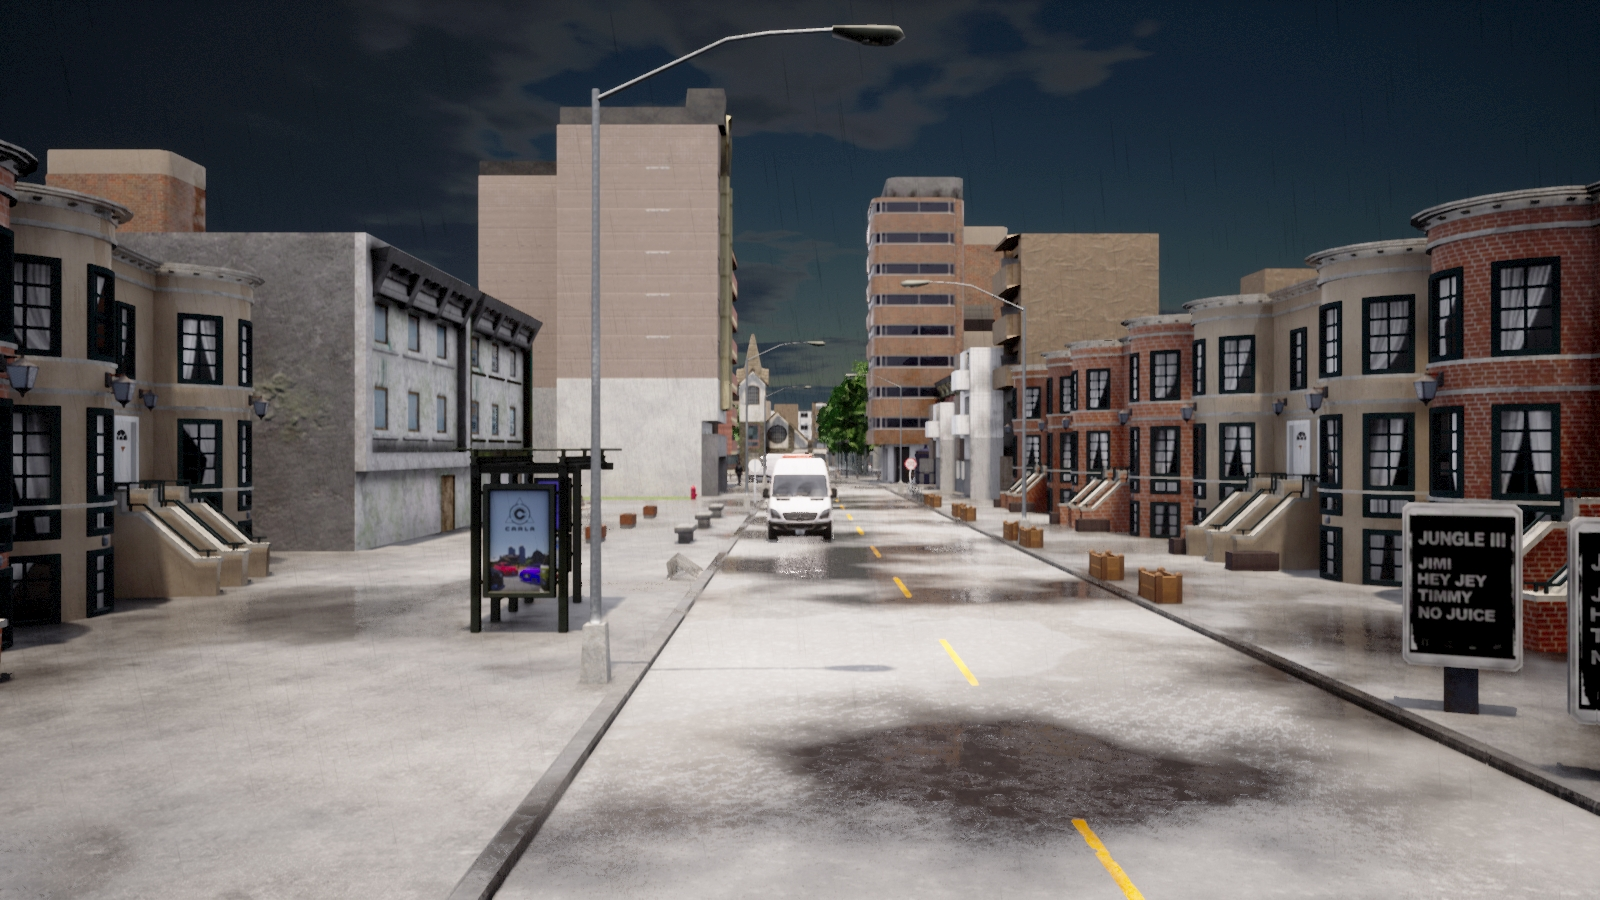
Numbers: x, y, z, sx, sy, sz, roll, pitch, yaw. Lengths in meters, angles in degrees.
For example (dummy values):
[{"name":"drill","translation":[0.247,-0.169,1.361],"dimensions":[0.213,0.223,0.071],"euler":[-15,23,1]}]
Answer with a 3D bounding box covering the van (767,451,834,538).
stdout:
[{"name":"van","translation":[0.009,1.329,36.768],"dimensions":[1.988,2.561,5.915],"euler":[0,0,0]}]
